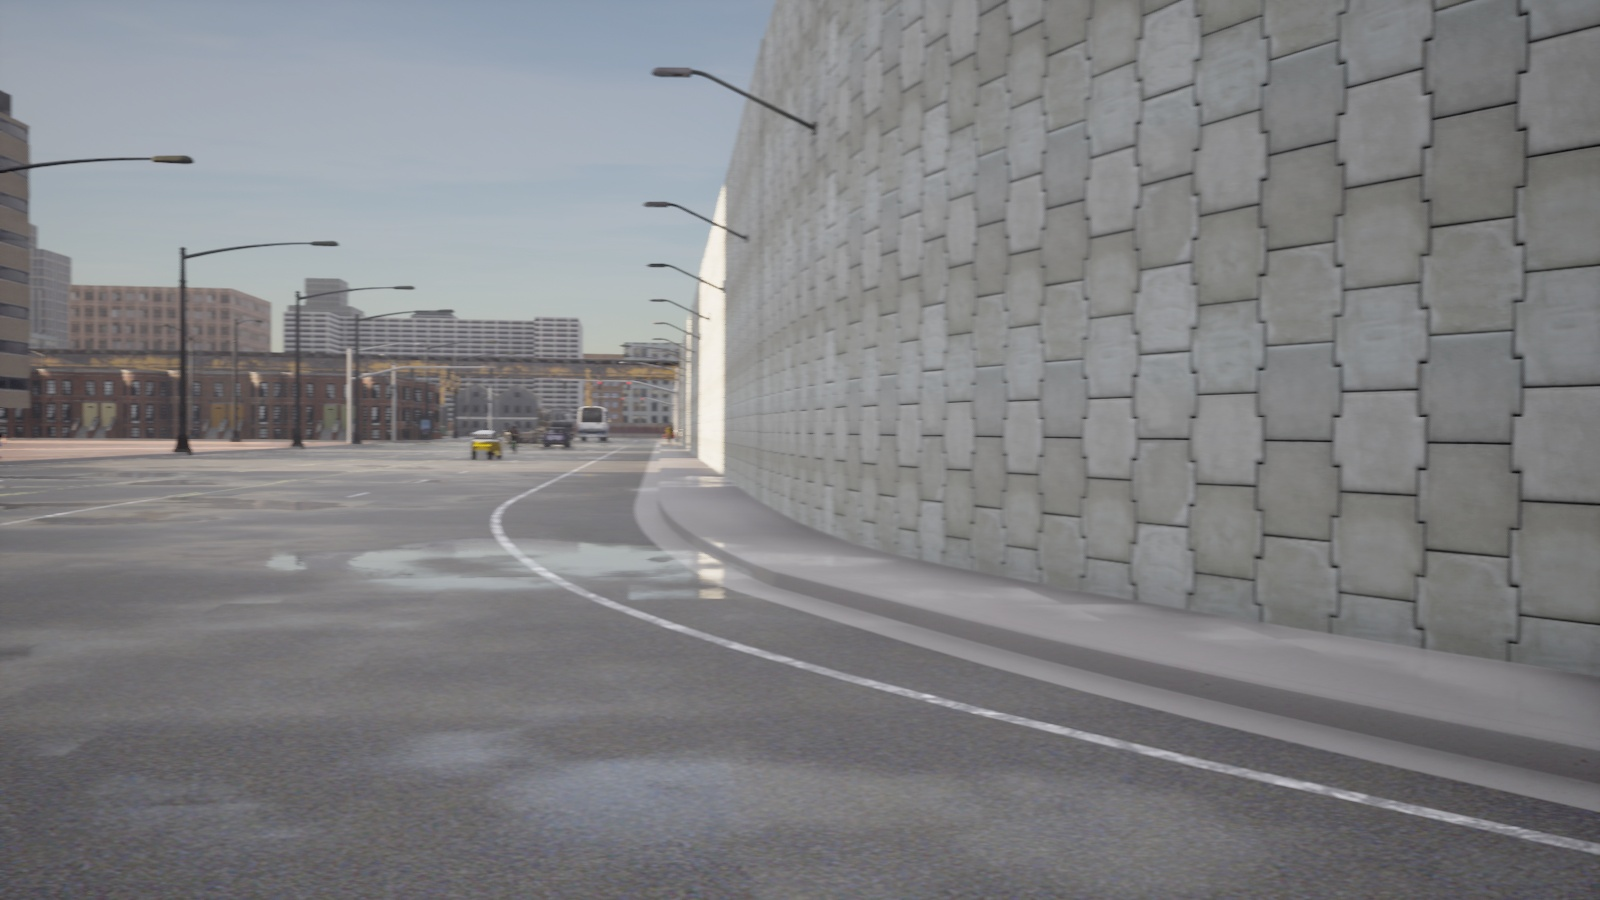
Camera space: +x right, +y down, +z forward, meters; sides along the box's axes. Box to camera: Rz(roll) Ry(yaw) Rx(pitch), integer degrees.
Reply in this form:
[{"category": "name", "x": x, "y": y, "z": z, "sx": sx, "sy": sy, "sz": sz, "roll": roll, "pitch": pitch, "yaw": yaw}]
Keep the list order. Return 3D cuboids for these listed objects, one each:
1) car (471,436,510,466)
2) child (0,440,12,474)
[{"category": "car", "x": -14.657, "y": 0.026, "z": 59.515, "sx": 1.481, "sy": 1.376, "sz": 2.207, "roll": -1, "pitch": 1, "yaw": -6}, {"category": "child", "x": -29.539, "y": 0.253, "z": 46.647, "sx": 0.270, "sy": 1.263, "sz": 0.437, "roll": -1, "pitch": 1, "yaw": -1}]
